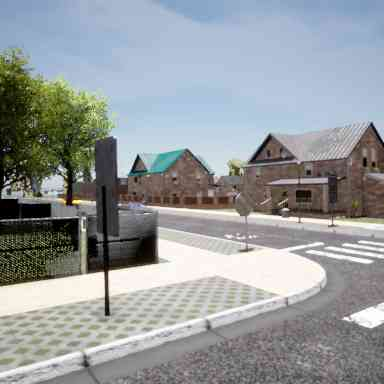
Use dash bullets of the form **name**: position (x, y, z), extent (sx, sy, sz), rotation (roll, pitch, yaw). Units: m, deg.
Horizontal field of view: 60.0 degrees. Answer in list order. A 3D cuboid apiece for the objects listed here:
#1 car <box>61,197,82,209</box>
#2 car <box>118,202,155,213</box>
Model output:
- **car**: position (-16.391, 1.482, 45.207), extent (1.882, 1.535, 5.008), rotation (-2, 1, -33)
- **car**: position (-4.825, 1.573, 27.714), extent (2.033, 1.411, 5.357), rotation (-2, 1, -34)
